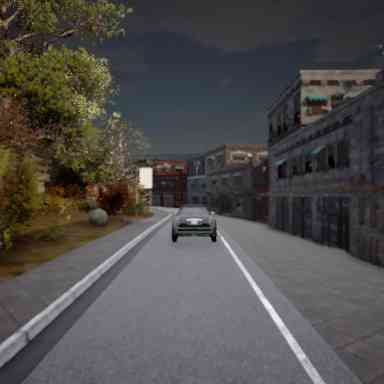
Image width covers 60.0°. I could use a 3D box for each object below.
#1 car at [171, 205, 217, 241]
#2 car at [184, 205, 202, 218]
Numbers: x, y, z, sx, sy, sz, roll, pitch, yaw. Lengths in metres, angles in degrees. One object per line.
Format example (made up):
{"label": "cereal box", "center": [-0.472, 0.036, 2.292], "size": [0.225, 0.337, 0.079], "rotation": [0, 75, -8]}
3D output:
{"label": "car", "center": [0.102, 1.421, 17.038], "size": [2.097, 1.767, 4.553], "rotation": [0, -1, 0]}
{"label": "car", "center": [0.029, 2.215, 38.359], "size": [1.895, 1.301, 4.718], "rotation": [0, -2, -2]}
